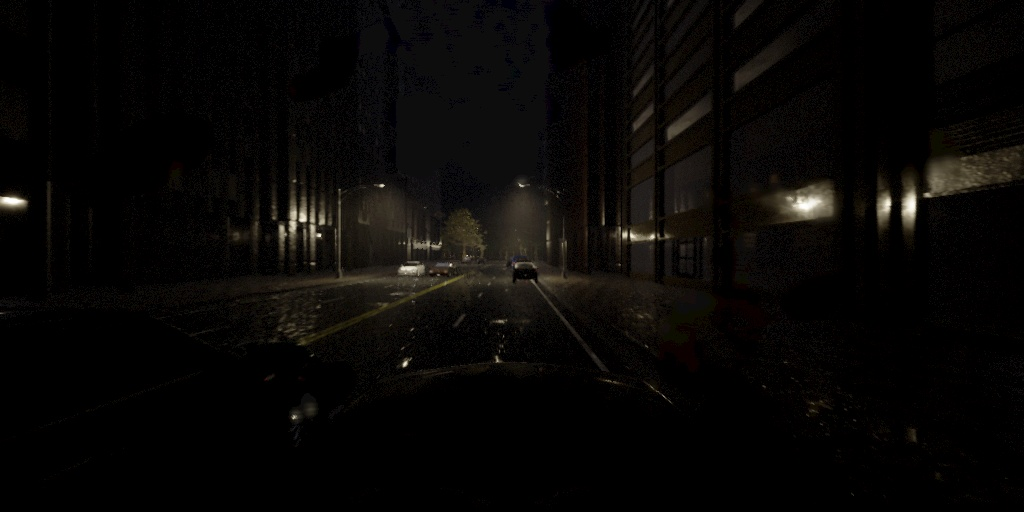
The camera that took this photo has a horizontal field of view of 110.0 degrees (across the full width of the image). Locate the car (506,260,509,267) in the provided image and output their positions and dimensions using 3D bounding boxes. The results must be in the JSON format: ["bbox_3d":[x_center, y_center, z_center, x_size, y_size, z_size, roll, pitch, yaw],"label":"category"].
[{"bbox_3d":[-0.006,1.261,63.828,1.812,1.442,4.674,0,0,0],"label":"car"}]

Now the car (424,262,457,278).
[{"bbox_3d":[-6.592,1.294,34.726,2.033,1.411,5.357,0,0,0],"label":"car"}]

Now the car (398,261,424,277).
[{"bbox_3d":[-9.835,1.273,35.530,1.812,1.442,4.674,0,0,0],"label":"car"}]

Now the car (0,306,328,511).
[{"bbox_3d":[-3.151,1.102,2.255,2.097,1.767,4.553,0,0,0],"label":"car"}]

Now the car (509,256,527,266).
[{"bbox_3d":[0.971,0.970,44.264,2.150,2.045,5.566,0,0,0],"label":"car"}]

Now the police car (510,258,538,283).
[{"bbox_3d":[0.971,1.173,28.344,1.930,1.638,5.238,0,0,0],"label":"police car"}]
